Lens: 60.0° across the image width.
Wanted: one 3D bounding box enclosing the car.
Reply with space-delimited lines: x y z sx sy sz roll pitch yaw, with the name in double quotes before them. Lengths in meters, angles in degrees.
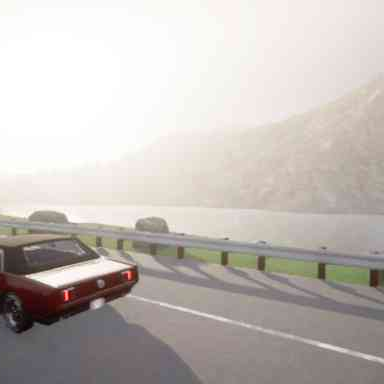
"car" -3.407 1.524 6.611 4.718 1.301 1.895 0 1 33
